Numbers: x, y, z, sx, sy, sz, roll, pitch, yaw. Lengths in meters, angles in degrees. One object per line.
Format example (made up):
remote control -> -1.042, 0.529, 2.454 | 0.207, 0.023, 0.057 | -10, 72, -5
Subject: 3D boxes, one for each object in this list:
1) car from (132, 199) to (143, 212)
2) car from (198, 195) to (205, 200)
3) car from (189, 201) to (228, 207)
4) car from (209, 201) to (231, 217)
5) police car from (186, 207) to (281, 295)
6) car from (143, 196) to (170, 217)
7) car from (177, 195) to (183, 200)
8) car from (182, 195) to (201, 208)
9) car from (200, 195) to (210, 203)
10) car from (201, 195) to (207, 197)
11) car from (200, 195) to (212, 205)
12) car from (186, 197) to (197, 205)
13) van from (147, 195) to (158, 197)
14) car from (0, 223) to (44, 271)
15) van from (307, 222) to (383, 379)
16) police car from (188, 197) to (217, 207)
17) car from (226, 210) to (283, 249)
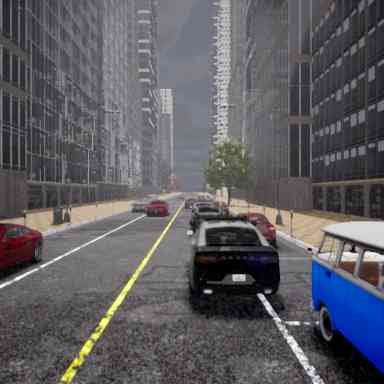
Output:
car -> -5.756, 1.545, 37.907 | 2.008, 1.369, 4.403 | 0, 0, 0
car -> 2.534, 1.456, 89.151 | 1.887, 1.381, 4.507 | 0, 0, 0
car -> 0.868, 1.503, 18.780 | 1.837, 1.490, 4.892 | 0, 0, 0
car -> 2.635, 1.579, 32.226 | 1.802, 1.307, 4.206 | 0, 0, 0
police car -> 0.886, 1.424, 8.890 | 1.930, 1.638, 5.238 | 0, 0, 0
car -> -3.155, 1.474, 31.498 | 1.882, 1.535, 5.008 | 0, 0, 0
car -> -3.167, 1.448, 94.039 | 2.033, 1.411, 5.357 | 0, 0, 0
car -> -0.069, 1.513, 46.397 | 1.812, 1.442, 4.674 | 0, 0, 0
car -> 2.574, 1.397, 66.381 | 1.967, 1.590, 4.097 | 0, 0, 0
car -> 2.605, 1.535, 49.303 | 2.008, 1.369, 4.403 | 0, 0, 0
car -> 2.585, 1.406, 60.688 | 1.967, 1.590, 4.097 | 0, 0, 0
car -> -0.106, 1.567, 60.386 | 1.895, 1.301, 4.718 | 0, 0, 0
van -> -5.776, 1.325, 49.292 | 1.690, 1.788, 3.998 | 0, 0, 0
car -> -5.706, 1.581, 9.444 | 1.802, 1.307, 4.206 | 0, 0, 0
van -> 2.685, 1.341, 3.765 | 1.690, 1.788, 3.998 | 0, 0, 0
police car -> 0.858, 1.423, 24.890 | 1.930, 1.638, 5.238 | 0, 0, 0
car -> 2.665, 1.580, 15.148 | 1.802, 1.307, 4.206 | 0, 0, 0
